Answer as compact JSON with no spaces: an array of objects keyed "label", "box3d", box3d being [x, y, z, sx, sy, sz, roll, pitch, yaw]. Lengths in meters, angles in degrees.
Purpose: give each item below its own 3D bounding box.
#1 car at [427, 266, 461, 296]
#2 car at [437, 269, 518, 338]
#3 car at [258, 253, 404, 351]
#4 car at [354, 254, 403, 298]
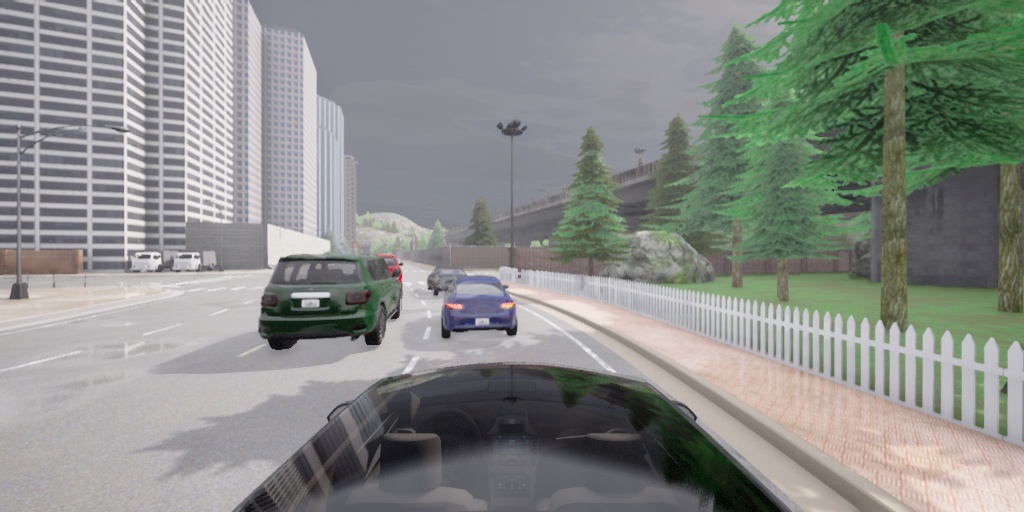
[{"label":"car","box3d":[-3.438,1.259,19.173,2.033,1.411,5.357,0,0,-18]},{"label":"car","box3d":[-1.005,1.257,10.050,1.812,1.442,4.674,0,0,-9]},{"label":"car","box3d":[-4.213,0.956,9.256,2.150,2.045,5.566,0,0,-11]},{"label":"car","box3d":[-7.168,0.932,19.574,2.150,2.045,5.566,0,0,-18]}]
